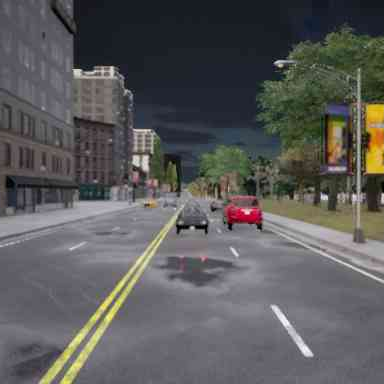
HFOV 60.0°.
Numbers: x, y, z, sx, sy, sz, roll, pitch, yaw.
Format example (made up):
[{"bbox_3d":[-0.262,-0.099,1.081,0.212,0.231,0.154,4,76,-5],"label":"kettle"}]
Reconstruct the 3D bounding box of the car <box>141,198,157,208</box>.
[{"bbox_3d":[-6.554,1.673,51.026,1.882,1.535,5.008,0,0,0],"label":"car"}]

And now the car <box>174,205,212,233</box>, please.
[{"bbox_3d":[0.020,1.684,20.172,1.895,1.301,4.718,0,0,0],"label":"car"}]

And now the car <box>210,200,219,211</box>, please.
[{"bbox_3d":[3.347,1.731,42.736,1.994,1.385,4.181,0,0,0],"label":"car"}]

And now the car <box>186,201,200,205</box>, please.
[{"bbox_3d":[0.073,1.691,36.113,2.033,1.411,5.357,0,0,0],"label":"car"}]

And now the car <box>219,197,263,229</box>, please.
[{"bbox_3d":[3.293,1.315,22.340,2.150,2.045,5.566,0,0,1],"label":"car"}]

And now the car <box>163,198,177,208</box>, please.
[{"bbox_3d":[-3.307,1.721,51.056,1.812,1.442,4.674,0,0,0],"label":"car"}]
